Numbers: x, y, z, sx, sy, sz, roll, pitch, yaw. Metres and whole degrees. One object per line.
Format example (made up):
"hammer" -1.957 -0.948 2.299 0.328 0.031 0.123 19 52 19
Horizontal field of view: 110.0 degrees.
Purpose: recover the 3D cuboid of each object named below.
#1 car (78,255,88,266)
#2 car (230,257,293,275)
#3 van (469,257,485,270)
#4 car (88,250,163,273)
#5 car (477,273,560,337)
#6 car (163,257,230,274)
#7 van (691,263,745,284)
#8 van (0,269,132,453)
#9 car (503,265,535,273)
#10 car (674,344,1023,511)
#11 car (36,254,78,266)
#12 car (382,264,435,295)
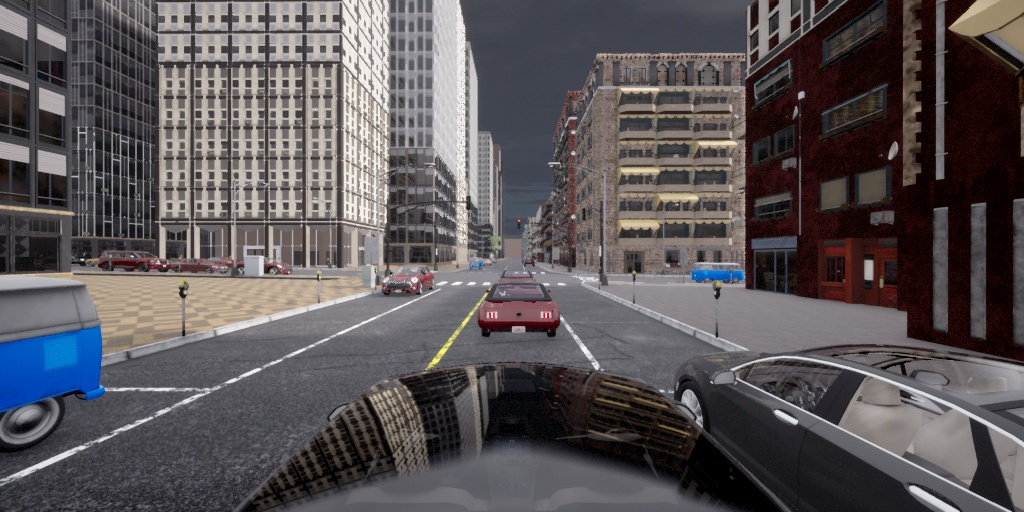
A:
"car" -43.364 0.465 38.922 4.829 1.417 1.751 0 0 0
"car" -20.888 0.821 30.386 4.097 1.591 1.967 0 0 0
"van" -5.233 1.103 51.950 1.690 1.789 3.998 0 0 1
"car" -32.036 0.482 30.463 5.009 1.841 2.192 0 0 0
"car" 0.176 1.351 10.226 1.895 1.301 4.718 0 0 1
"car" -26.462 0.856 30.424 4.207 1.307 1.802 0 0 0
"van" 17.169 1.456 29.987 3.998 1.789 1.690 0 0 0
"van" -5.685 1.091 2.533 1.690 1.789 3.998 0 0 1
"car" 0.247 1.352 19.396 1.895 1.301 4.718 0 0 0
"car" 2.695 1.300 2.455 2.007 1.370 4.403 0 0 1
"car" -48.770 0.398 38.959 4.313 1.339 1.948 0 0 0
"car" -5.531 1.191 19.478 1.967 1.591 4.097 0 0 1
